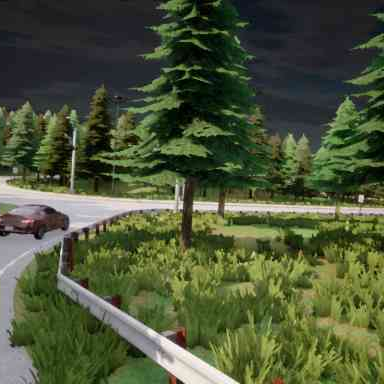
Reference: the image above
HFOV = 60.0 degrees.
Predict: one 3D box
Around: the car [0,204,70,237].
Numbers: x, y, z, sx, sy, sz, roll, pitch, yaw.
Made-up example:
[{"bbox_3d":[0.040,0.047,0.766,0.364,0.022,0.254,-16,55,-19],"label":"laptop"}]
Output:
[{"bbox_3d":[-7.659,1.336,16.413,1.812,1.442,4.674,4,1,2],"label":"car"}]
